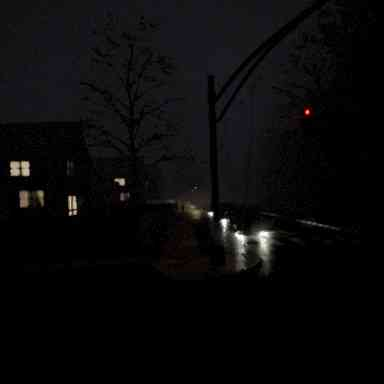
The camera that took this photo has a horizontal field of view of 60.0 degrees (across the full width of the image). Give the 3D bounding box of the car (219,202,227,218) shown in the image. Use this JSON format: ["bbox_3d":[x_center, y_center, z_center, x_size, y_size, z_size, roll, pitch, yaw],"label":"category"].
[{"bbox_3d":[3.845,1.900,35.182,1.837,1.490,4.892,-2,-1,-1],"label":"car"}]

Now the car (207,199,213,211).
[{"bbox_3d":[3.624,2.154,50.299,1.895,1.301,4.718,-2,-1,-1],"label":"car"}]

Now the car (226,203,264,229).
[{"bbox_3d":[4.020,1.765,24.819,1.882,1.535,5.008,-2,-1,-1],"label":"car"}]
